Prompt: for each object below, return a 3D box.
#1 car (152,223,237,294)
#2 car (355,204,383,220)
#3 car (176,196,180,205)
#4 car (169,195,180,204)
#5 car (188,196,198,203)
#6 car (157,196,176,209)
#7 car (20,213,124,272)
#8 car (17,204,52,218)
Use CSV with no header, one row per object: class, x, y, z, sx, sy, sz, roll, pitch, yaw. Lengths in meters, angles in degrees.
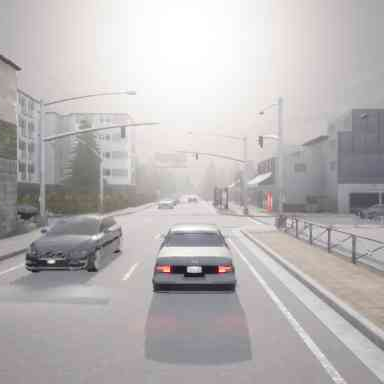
car,0.067,1.547,8.944,2.033,1.411,5.357,0,0,1
car,16.739,1.740,29.327,4.181,1.385,1.994,0,0,0
car,-3.541,1.505,55.853,1.837,1.490,4.892,0,0,0
car,-3.479,1.477,65.994,1.882,1.535,5.008,0,0,0
car,0.156,1.525,68.830,1.812,1.442,4.674,0,0,0
car,-3.561,1.526,45.849,1.812,1.442,4.674,0,0,0
car,-3.518,1.505,10.815,1.837,1.490,4.892,0,0,1
car,-13.195,1.668,25.572,4.902,1.511,2.128,0,0,0
